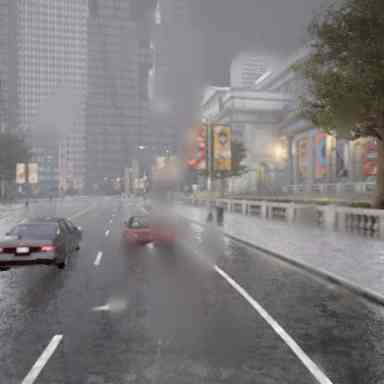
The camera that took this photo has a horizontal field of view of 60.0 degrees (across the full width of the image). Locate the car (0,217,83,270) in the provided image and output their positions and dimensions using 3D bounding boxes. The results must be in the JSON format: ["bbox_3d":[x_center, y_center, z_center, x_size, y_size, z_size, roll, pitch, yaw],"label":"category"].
[{"bbox_3d":[-4.894,1.561,11.140,2.033,1.411,5.357,0,0,-11],"label":"car"}]

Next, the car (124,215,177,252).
[{"bbox_3d":[-1.884,1.602,13.925,1.895,1.301,4.718,0,0,-11],"label":"car"}]
